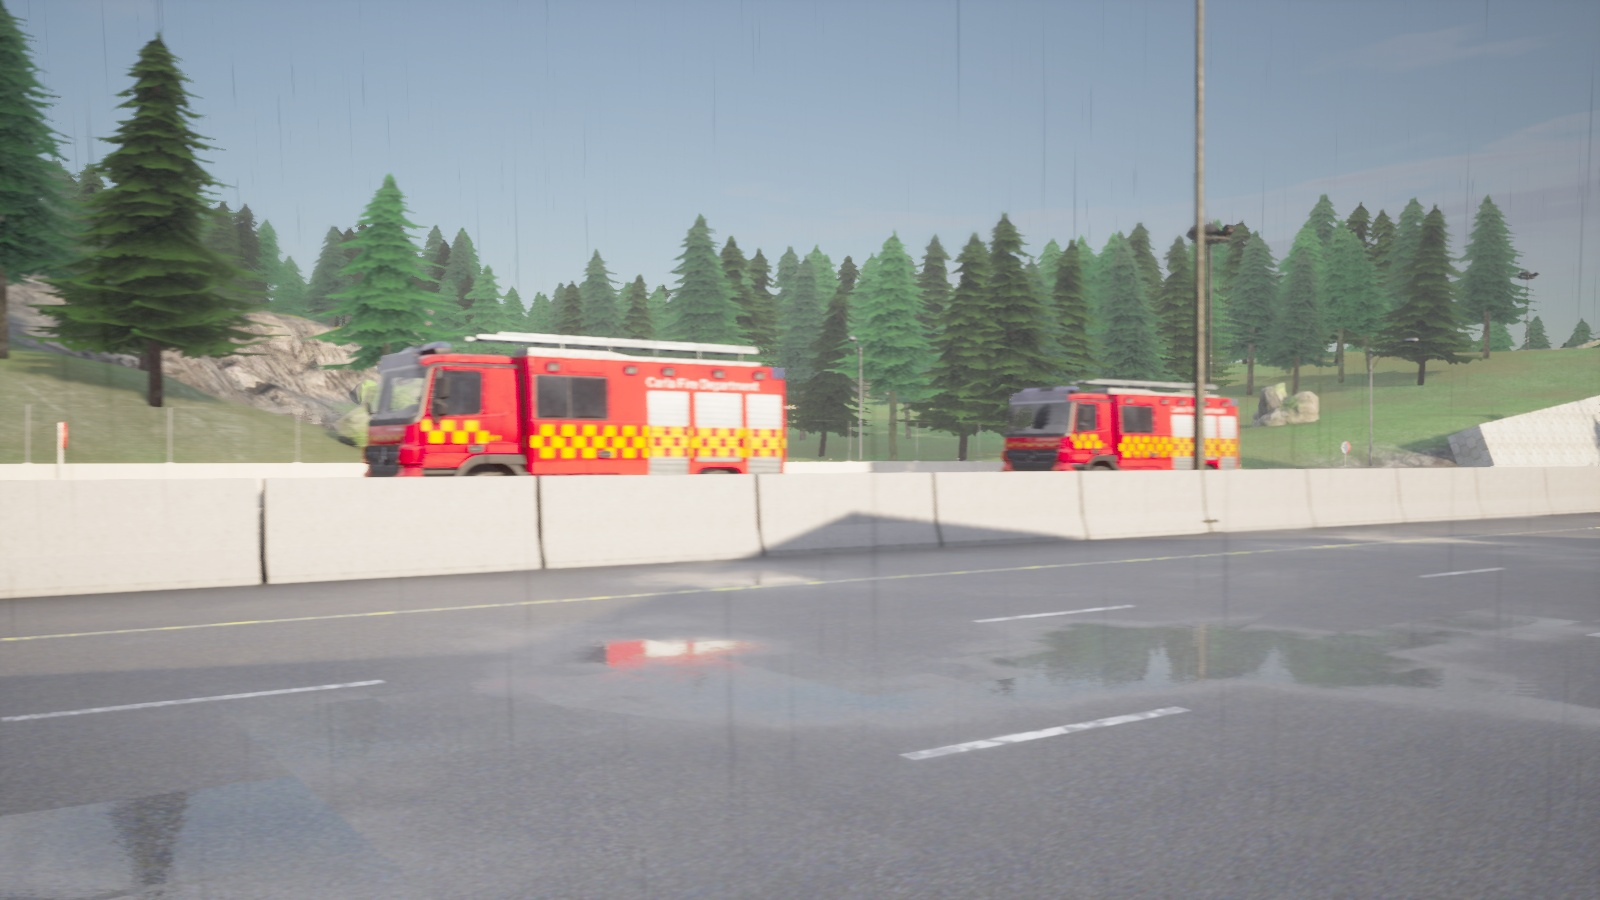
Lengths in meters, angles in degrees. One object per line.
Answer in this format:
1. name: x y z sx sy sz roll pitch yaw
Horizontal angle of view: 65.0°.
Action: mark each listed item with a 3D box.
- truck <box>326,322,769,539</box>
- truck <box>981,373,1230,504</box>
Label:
1. truck: -4.967 -0.345 25.792 8.468 3.827 2.891 0 0 -35
2. truck: 9.947 -0.337 40.436 8.468 3.827 2.891 0 0 -35
